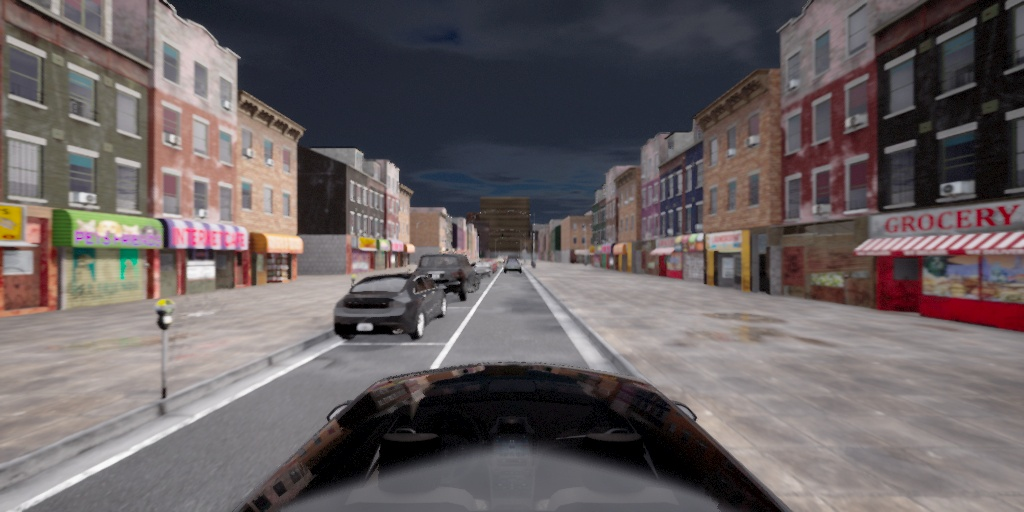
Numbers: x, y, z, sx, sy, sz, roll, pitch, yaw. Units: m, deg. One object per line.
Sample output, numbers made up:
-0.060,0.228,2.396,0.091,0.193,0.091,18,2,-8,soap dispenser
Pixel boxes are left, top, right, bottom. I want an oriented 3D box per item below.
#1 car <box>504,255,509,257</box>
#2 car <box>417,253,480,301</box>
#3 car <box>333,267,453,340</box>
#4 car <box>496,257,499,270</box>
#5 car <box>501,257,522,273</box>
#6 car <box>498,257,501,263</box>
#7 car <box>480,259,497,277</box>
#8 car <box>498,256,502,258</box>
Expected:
0.014,1.020,52.681,1.837,1.490,4.892,0,1,0,car
-2.975,0.881,16.826,2.150,2.045,5.566,0,0,0,car
-3.018,1.204,9.789,1.837,1.490,4.892,0,0,0,car
-2.629,1.111,37.540,1.888,1.381,4.507,0,0,0,car
0.094,1.120,39.868,1.994,1.385,4.181,0,0,0,car
-2.628,1.090,43.034,1.888,1.381,4.507,0,0,0,car
-2.631,1.139,32.046,2.007,1.370,4.403,0,0,0,car
-2.627,1.052,48.358,1.751,1.417,4.829,0,0,0,car
